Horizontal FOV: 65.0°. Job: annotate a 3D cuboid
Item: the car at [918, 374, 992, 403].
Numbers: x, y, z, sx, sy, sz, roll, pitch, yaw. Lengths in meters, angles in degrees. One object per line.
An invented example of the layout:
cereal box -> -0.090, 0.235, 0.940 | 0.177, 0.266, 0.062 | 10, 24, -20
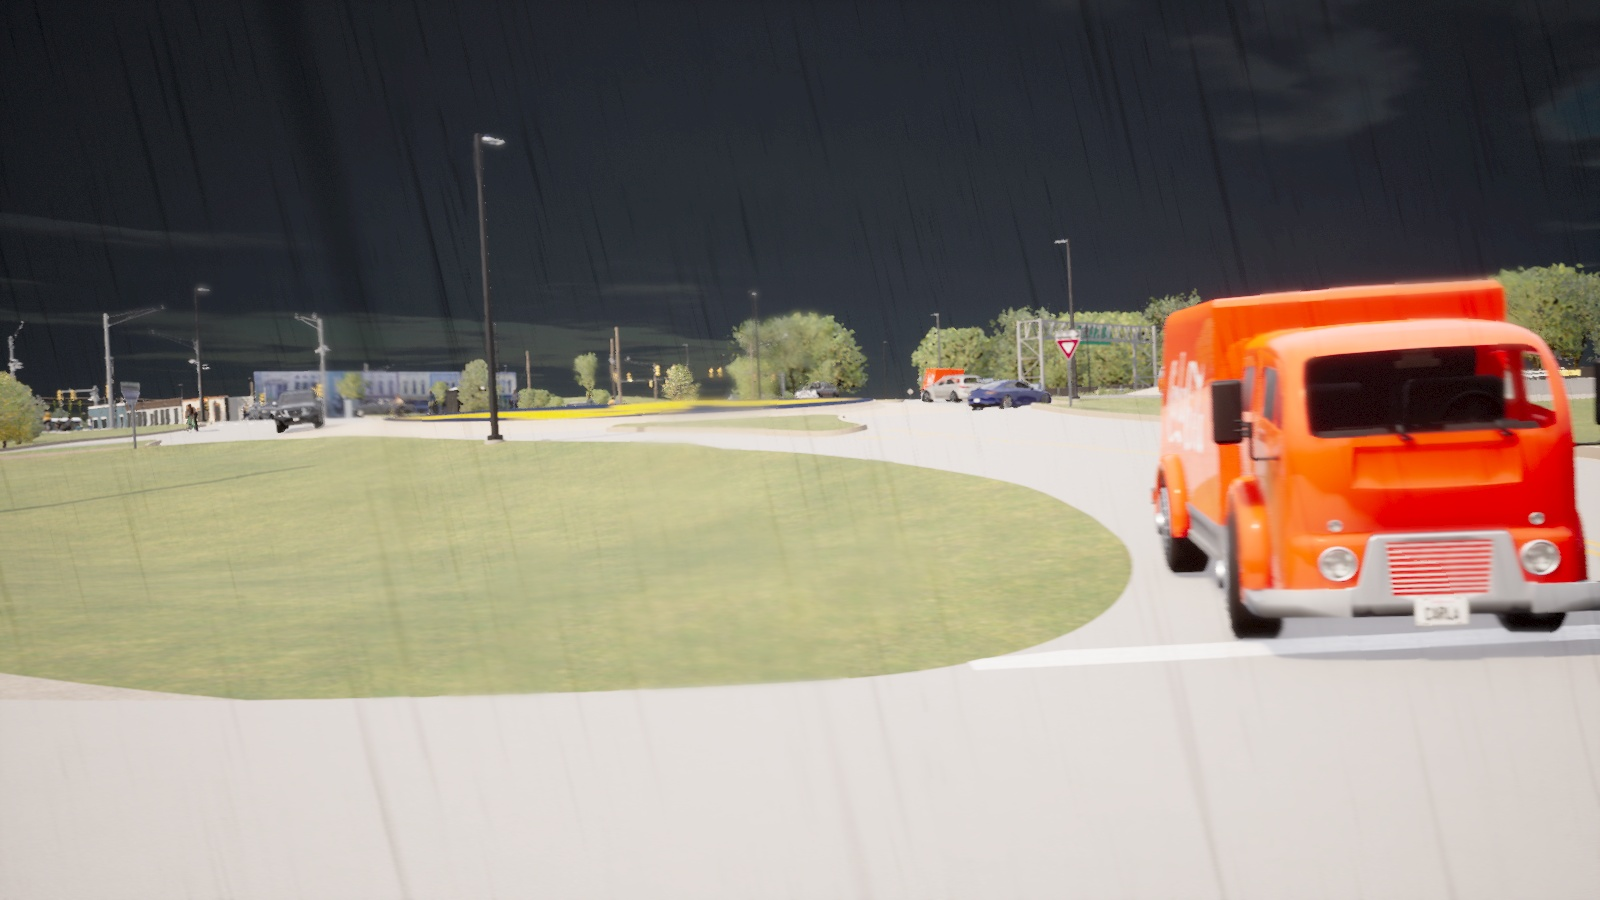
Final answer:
car -> 9.405, -3.734, 76.524 | 2.242, 1.667, 4.611 | -3, 4, -27

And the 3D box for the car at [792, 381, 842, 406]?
car -> 1.364, -4.434, 98.206 | 1.932, 1.855, 4.605 | -2, 2, 27

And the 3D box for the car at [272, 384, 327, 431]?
car -> -26.375, -2.314, 66.391 | 2.150, 2.045, 5.566 | -6, 6, -17

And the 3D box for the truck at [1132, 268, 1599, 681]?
truck -> 4.319, -0.020, 10.261 | 2.627, 2.467, 5.204 | -3, 4, 11

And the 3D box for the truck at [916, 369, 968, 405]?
truck -> 10.222, -4.608, 91.019 | 2.627, 2.467, 5.204 | 1, 4, -6

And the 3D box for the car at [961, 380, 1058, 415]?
car -> 9.645, -2.427, 57.663 | 4.674, 1.442, 1.812 | -3, 1, -42
